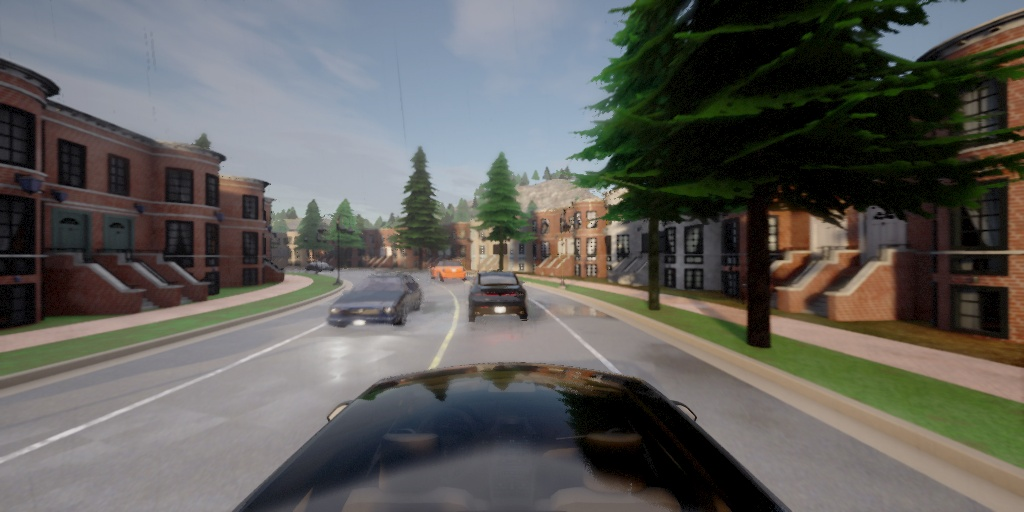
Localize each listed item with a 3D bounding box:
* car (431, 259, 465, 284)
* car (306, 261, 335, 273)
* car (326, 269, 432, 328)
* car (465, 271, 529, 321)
[{"bbox_3d":[-5.393,1.155,29.752,2.097,1.767,4.553,0,0,-24],"label":"car"},{"bbox_3d":[-25.339,1.415,47.348,4.674,1.442,1.812,0,0,33],"label":"car"},{"bbox_3d":[-4.115,1.324,11.807,2.033,1.411,5.357,0,0,-5],"label":"car"},{"bbox_3d":[-0.593,1.271,12.508,1.837,1.490,4.892,0,0,-6],"label":"car"}]
